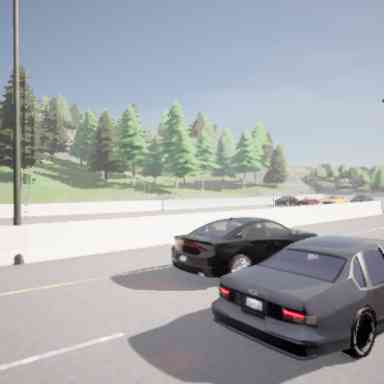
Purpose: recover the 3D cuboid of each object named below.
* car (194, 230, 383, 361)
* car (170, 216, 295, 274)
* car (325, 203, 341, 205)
[{"bbox_3d":[2.818,1.515,5.949,5.357,1.411,2.033,0,0,-37],"label":"car"},{"bbox_3d":[1.746,1.443,9.564,5.008,1.535,1.882,0,0,-37],"label":"car"},{"bbox_3d":[19.554,1.239,45.432,1.882,1.535,5.008,0,0,42],"label":"car"}]
